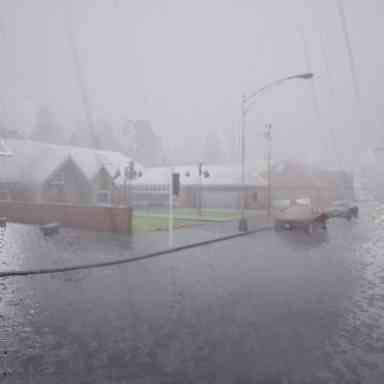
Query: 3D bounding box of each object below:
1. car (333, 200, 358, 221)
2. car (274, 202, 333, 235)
[{"bbox_3d":[12.264,1.476,27.199,1.837,1.490,4.892,0,0,36],"label":"car"},{"bbox_3d":[6.253,1.447,18.830,1.882,1.535,5.008,0,0,36],"label":"car"}]
